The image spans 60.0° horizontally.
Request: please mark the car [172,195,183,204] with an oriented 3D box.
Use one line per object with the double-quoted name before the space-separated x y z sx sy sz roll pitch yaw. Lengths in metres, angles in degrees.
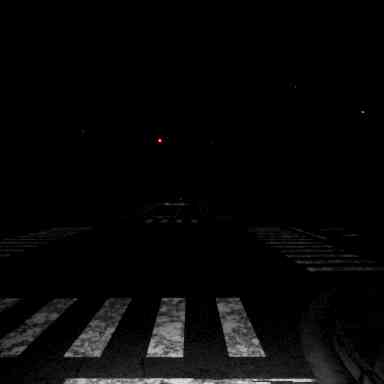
"car" -2.967 1.499 69.308 2.097 1.767 4.553 0 0 0
